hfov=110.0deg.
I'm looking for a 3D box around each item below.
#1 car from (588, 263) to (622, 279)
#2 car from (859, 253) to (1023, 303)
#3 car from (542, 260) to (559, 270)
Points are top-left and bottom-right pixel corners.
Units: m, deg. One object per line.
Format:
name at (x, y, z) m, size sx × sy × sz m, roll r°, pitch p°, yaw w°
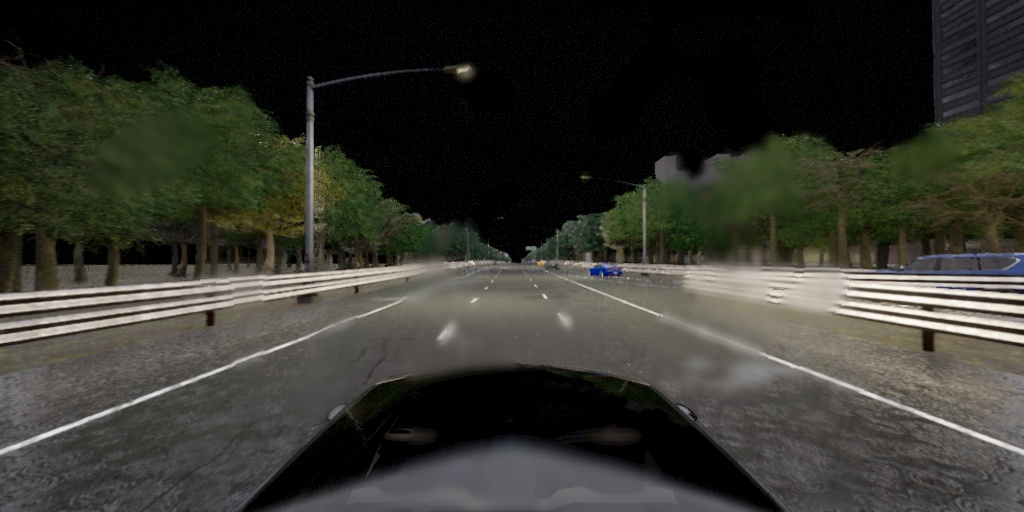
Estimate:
car at (9.559, 1.486, 37.165) m, size 1.882 × 1.535 × 5.008 m, roll 0°, pitch 0°, yaw -11°
car at (17.590, 0.958, 14.622) m, size 2.150 × 2.045 × 5.566 m, roll 0°, pitch -2°, yaw -24°
car at (6.849, 1.478, 61.675) m, size 2.097 × 1.767 × 4.553 m, roll 0°, pitch 0°, yaw 1°
